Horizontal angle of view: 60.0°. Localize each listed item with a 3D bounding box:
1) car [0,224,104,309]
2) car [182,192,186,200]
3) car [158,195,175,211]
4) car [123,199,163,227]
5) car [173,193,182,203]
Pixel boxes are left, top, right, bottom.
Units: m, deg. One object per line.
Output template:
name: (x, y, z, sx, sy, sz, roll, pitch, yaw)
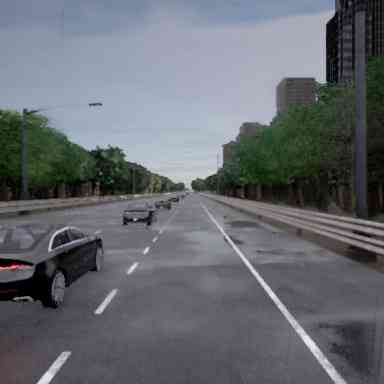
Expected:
car: (-3.500, 1.494, 7.866, 2.128, 1.511, 4.902, 0, 0, 0)
car: (-3.494, 1.257, 94.665, 2.097, 1.767, 4.553, 0, 0, 0)
car: (-3.497, 1.485, 41.002, 1.837, 1.490, 4.892, 0, 0, 0)
car: (-3.497, 1.491, 23.000, 2.128, 1.511, 4.902, 0, 0, 0)
car: (-3.496, 1.441, 66.998, 1.837, 1.490, 4.892, 0, 0, 0)
